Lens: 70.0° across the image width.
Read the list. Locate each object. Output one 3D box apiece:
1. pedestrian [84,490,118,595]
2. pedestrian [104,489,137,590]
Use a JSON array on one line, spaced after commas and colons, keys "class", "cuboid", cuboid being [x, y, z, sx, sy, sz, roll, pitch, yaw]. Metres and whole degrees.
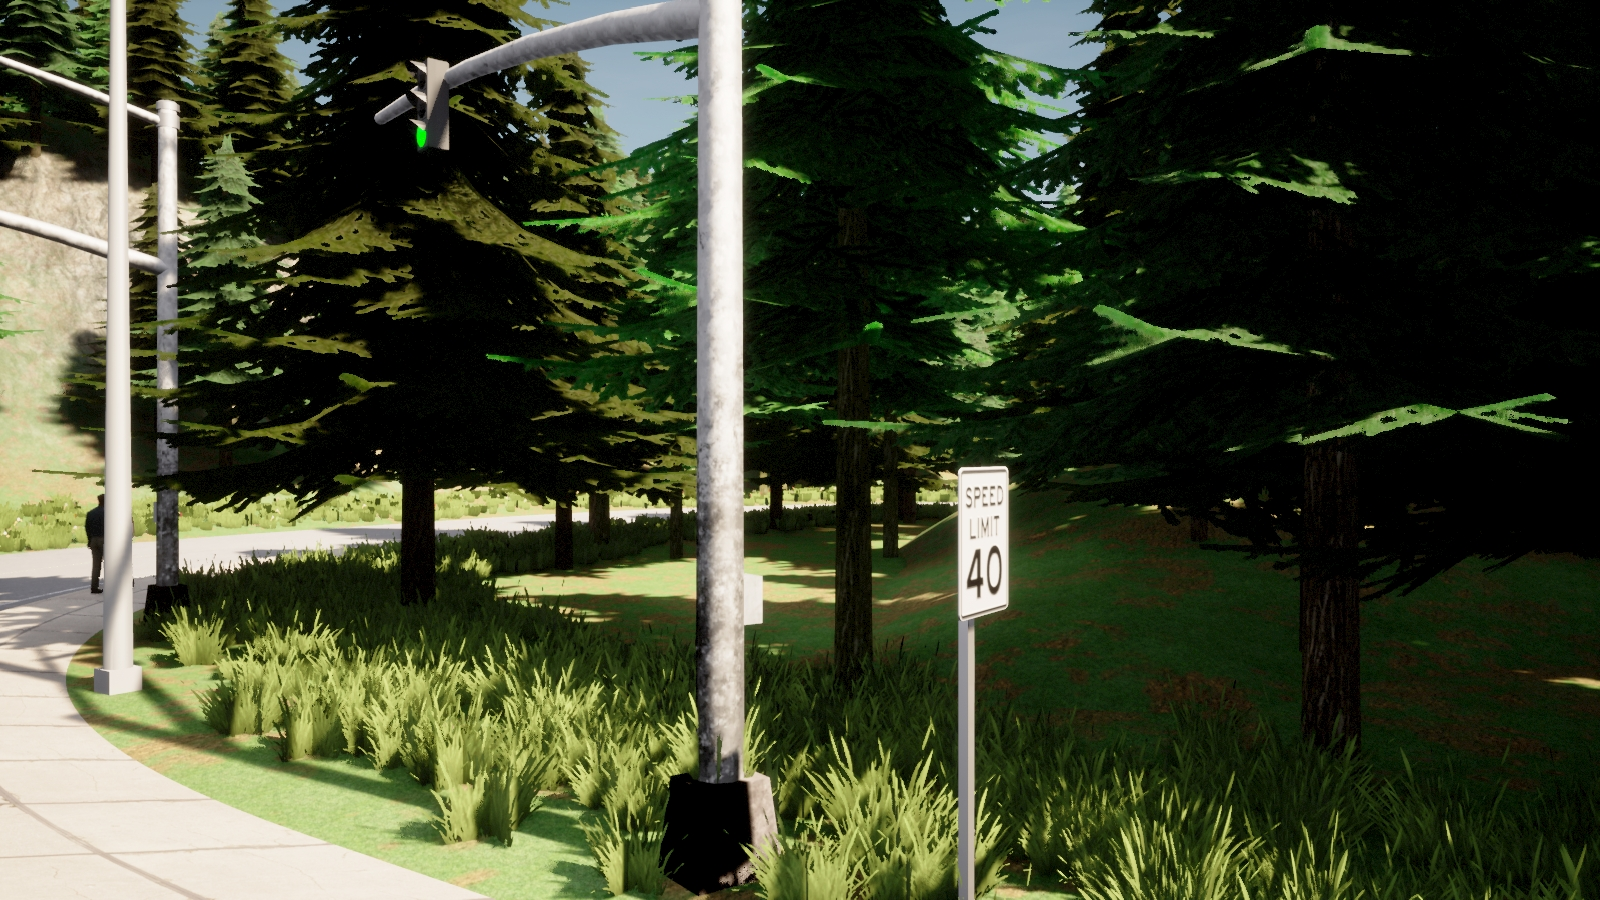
[{"class": "pedestrian", "cuboid": [-12.677, 1.668, 20.723, 0.375, 1.860, 0.375, 0, 0, 6]}, {"class": "pedestrian", "cuboid": [-12.736, 1.668, 21.417, 0.375, 1.860, 0.375, 0, 0, 6]}]
